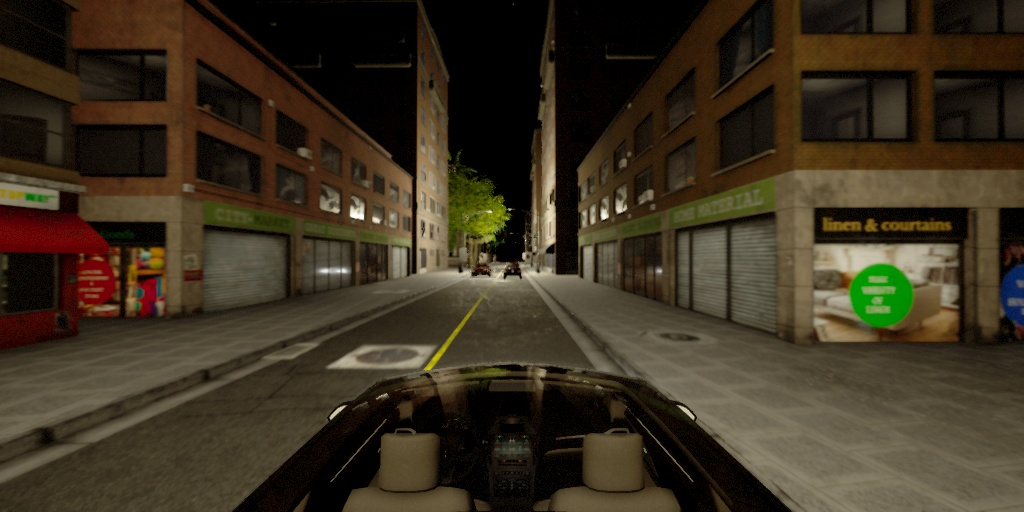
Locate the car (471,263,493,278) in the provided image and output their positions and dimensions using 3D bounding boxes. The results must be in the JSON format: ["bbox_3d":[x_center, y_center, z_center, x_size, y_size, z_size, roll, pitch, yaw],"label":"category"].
[{"bbox_3d":[-3.084,1.455,36.995,1.812,1.442,4.674,0,0,0],"label":"car"}]

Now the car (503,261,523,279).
[{"bbox_3d":[0.098,1.471,35.817,2.033,1.411,5.357,0,0,1],"label":"car"}]
